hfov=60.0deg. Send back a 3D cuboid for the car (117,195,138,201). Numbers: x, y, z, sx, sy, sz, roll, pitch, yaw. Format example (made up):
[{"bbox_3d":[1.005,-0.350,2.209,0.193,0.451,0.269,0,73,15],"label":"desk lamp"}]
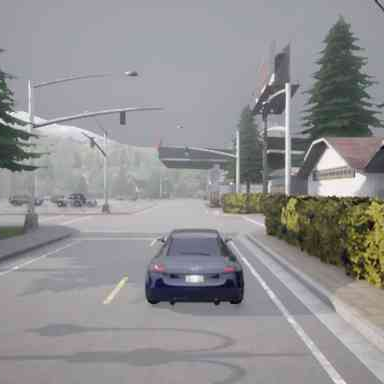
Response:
[{"bbox_3d":[-16.398,1.484,83.896,5.027,1.636,2.152,0,0,0],"label":"car"}]

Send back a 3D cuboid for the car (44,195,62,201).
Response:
[{"bbox_3d":[-35.065,1.538,83.941,3.806,1.475,1.970,0,0,0],"label":"car"}]

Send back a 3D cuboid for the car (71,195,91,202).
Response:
[{"bbox_3d":[-24.008,1.451,72.008,3.633,1.501,1.845,0,0,0],"label":"car"}]

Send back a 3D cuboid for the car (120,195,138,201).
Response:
[{"bbox_3d":[-16.468,1.499,87.033,4.514,1.523,2.007,0,0,0],"label":"car"}]

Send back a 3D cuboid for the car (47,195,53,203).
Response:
[{"bbox_3d":[-23.995,1.411,62.016,4.514,1.523,2.007,0,0,0],"label":"car"}]

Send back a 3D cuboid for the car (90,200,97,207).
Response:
[{"bbox_3d":[-16.160,1.452,49.639,3.806,1.475,1.970,0,0,0],"label":"car"}]

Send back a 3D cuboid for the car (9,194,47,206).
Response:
[{"bbox_3d":[-24.639,1.188,49.556,4.605,1.855,1.932,0,0,0],"label":"car"}]

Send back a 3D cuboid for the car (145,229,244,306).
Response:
[{"bbox_3d":[0.066,1.579,8.160,1.994,1.385,4.181,0,0,0],"label":"car"}]

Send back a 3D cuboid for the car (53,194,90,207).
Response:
[{"bbox_3d":[-16.753,1.162,46.312,3.866,1.878,1.905,0,0,0],"label":"car"}]
